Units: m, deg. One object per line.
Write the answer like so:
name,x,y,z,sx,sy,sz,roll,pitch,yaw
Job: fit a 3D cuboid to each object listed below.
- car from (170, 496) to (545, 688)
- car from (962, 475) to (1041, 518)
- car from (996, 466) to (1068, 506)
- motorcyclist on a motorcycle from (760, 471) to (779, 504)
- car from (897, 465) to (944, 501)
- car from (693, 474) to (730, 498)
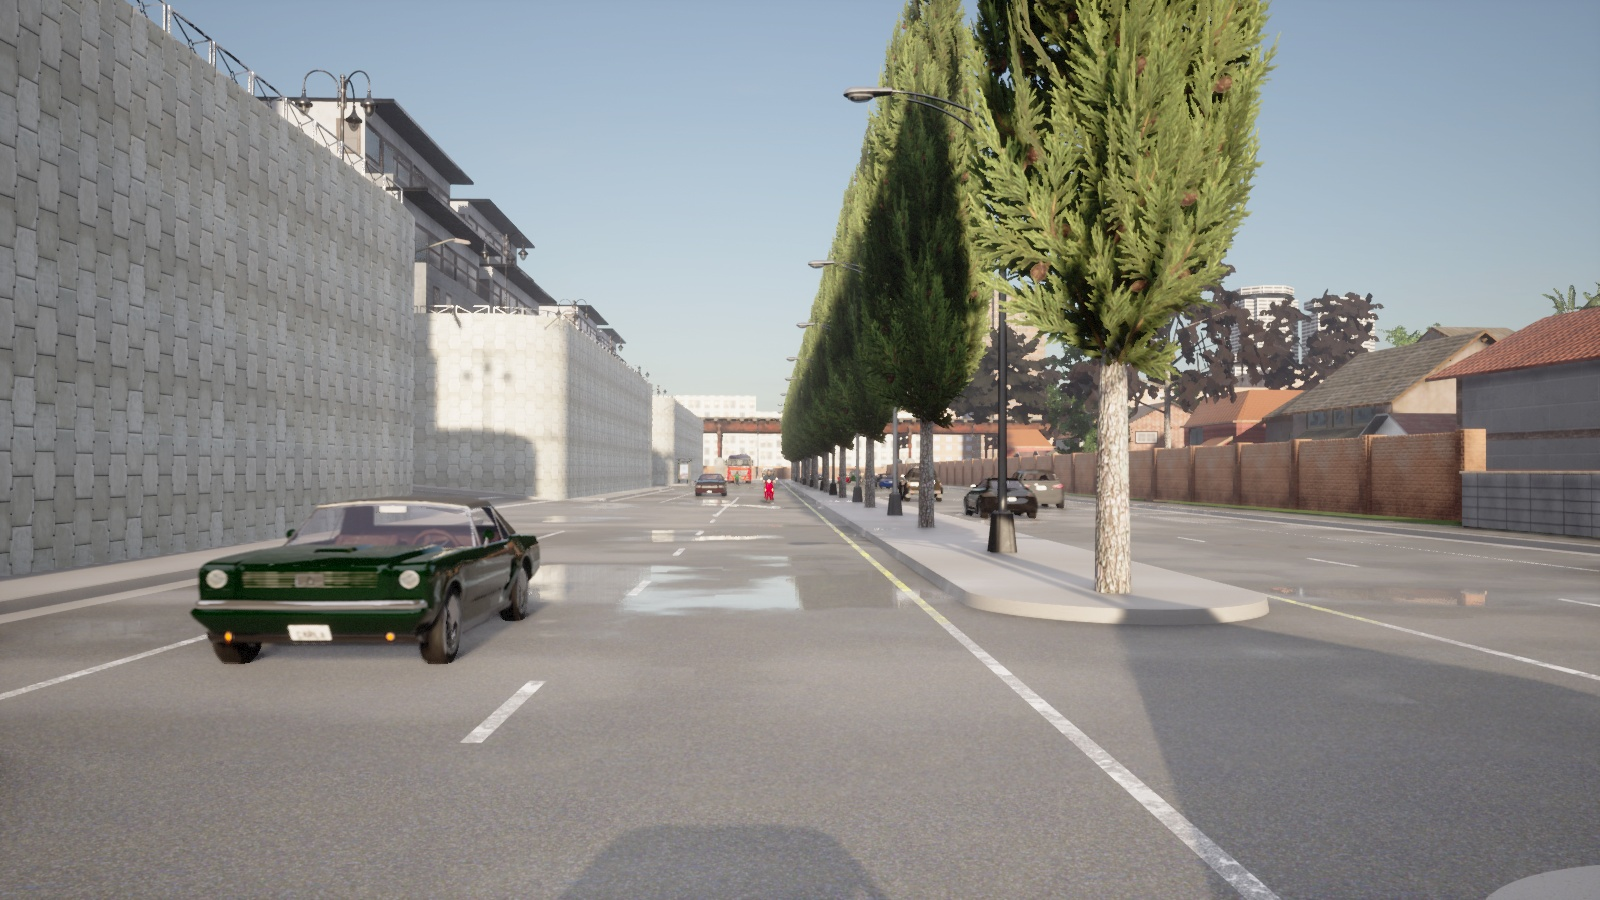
car,-3.725,1.124,11.578,1.895,1.301,4.718,0,-1,-1
car,6.953,1.584,43.763,1.994,1.385,4.181,0,-1,-1
car,10.157,1.545,55.332,2.242,1.667,4.611,0,-1,-1
motorcyclist on a motorcycle,-1.471,1.783,60.211,0.866,1.590,1.817,0,-1,-1
car,6.363,1.724,66.749,1.932,1.855,4.605,0,-1,-1
car,-5.403,2.171,76.820,2.033,1.411,5.357,0,-1,-2
